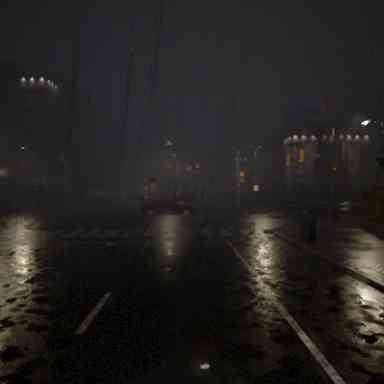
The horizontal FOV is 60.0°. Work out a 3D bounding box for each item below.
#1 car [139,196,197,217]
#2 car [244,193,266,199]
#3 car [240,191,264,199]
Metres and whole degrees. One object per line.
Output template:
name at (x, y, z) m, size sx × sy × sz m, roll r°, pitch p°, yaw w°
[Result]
car at (-2.090, 1.403, 29.347) m, size 5.008 × 1.535 × 1.882 m, roll 1°, pitch 0°, yaw 0°
car at (15.111, 0.949, 79.909) m, size 4.786 × 1.482 × 2.161 m, roll 0°, pitch 0°, yaw -1°
car at (14.890, 0.764, 83.401) m, size 5.566 × 2.045 × 2.435 m, roll 0°, pitch 0°, yaw -1°
